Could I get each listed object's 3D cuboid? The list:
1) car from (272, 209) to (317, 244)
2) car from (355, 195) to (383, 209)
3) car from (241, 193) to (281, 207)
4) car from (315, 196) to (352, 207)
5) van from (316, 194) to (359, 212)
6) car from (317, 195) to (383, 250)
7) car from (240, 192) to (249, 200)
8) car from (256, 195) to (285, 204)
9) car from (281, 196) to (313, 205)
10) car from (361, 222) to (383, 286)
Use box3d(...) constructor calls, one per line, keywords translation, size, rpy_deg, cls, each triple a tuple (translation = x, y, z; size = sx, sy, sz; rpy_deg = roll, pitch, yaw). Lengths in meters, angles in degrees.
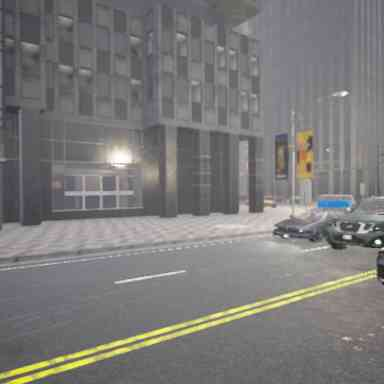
box3d(translation=(6.280, 1.528, 16.053), size=(5.357, 1.411, 2.033), rpy_deg=(0, 0, -35), cls="car")
box3d(translation=(22.672, 1.206, 41.112), size=(1.967, 1.590, 4.097), rpy_deg=(0, 1, -35), cls="car")
box3d(translation=(9.310, 1.269, 45.223), size=(1.752, 1.417, 4.829), rpy_deg=(0, 1, -35), cls="car")
box3d(translation=(19.420, 1.282, 45.702), size=(1.947, 1.339, 4.313), rpy_deg=(0, 1, -35), cls="car")
box3d(translation=(15.716, 1.183, 36.183), size=(1.690, 1.788, 3.998), rpy_deg=(0, 1, -35), cls="van")
box3d(translation=(7.601, 1.204, 13.011), size=(5.566, 2.045, 2.150), rpy_deg=(0, 0, -35), cls="car")
box3d(translation=(9.666, 0.879, 59.468), size=(2.192, 1.841, 5.009), rpy_deg=(0, 1, -35), cls="car")
box3d(translation=(12.916, 1.160, 54.881), size=(1.887, 1.381, 4.507), rpy_deg=(0, 1, -35), cls="car")
box3d(translation=(16.168, 1.217, 50.292), size=(2.008, 1.369, 4.403), rpy_deg=(0, 1, -35), cls="car")
box3d(translation=(6.245, 1.492, 7.894), size=(4.892, 1.490, 1.837), rpy_deg=(0, 0, -36), cls="car")
